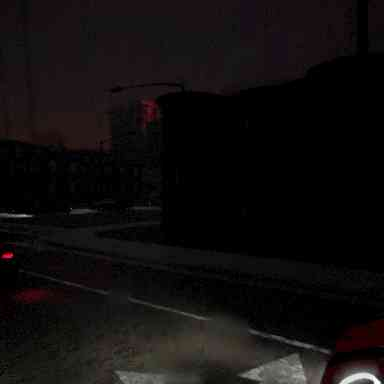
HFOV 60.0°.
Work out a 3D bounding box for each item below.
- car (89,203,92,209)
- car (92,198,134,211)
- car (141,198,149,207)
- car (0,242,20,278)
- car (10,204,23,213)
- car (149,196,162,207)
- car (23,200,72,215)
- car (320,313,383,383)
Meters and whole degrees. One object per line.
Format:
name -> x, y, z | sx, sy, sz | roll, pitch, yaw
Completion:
car -> -11.610, 1.578, 44.876 | 1.812, 1.442, 4.674 | 0, 0, 35
car -> -9.623, 1.648, 41.656 | 1.895, 1.301, 4.718 | 0, 0, 36
car -> -5.991, 1.404, 52.732 | 2.097, 1.767, 4.553 | 0, 0, 36
car -> -6.656, 1.563, 8.783 | 5.357, 1.411, 2.033 | 0, 0, 36
car -> -17.197, 1.600, 37.071 | 2.033, 1.411, 5.357 | 0, 0, 35
car -> -3.777, 1.399, 49.818 | 2.097, 1.767, 4.553 | 0, 0, 36
car -> -14.679, 1.612, 34.567 | 1.994, 1.385, 4.181 | 0, 0, 36
car -> 3.076, 1.349, 1.802 | 4.553, 1.767, 2.097 | 0, 0, 35
